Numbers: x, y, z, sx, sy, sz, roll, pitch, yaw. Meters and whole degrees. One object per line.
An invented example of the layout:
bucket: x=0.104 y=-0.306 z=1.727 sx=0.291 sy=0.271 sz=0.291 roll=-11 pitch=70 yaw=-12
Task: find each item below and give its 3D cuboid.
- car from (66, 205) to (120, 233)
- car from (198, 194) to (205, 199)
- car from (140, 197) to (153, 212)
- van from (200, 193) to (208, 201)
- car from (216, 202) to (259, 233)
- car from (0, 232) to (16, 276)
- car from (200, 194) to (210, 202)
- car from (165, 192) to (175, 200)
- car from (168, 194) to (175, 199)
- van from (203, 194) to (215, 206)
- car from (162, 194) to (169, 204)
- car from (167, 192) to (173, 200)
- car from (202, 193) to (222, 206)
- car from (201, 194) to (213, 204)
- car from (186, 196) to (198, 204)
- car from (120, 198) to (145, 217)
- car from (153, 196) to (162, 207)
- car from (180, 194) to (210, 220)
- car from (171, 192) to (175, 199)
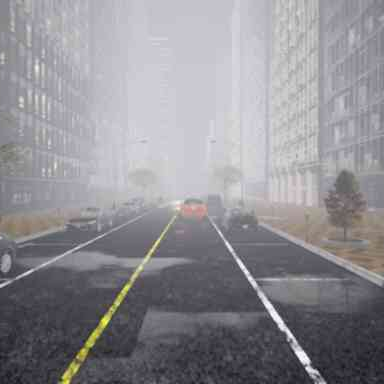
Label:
car: x=-5.705 y=1.489 z=18.874 sx=2.008 sy=1.369 sz=4.403 roll=-1 pitch=0 yaw=0
car: x=2.647 y=1.240 z=92.765 sx=2.008 sy=1.369 sz=4.403 roll=-1 pitch=0 yaw=0
car: x=-5.713 y=1.323 z=35.924 sx=1.967 sy=1.590 sz=4.097 roll=-1 pitch=0 yaw=0
van: x=2.651 y=1.090 z=75.713 sx=1.690 sy=1.788 sz=3.998 roll=-1 pitch=0 yaw=0
car: x=2.675 y=1.489 z=18.877 sx=2.008 sy=1.369 sz=4.403 roll=-1 pitch=0 yaw=0
car: x=-5.701 y=1.526 z=7.507 sx=2.008 sy=1.369 sz=4.403 roll=-1 pitch=0 yaw=0
car: x=2.654 y=1.208 z=70.030 sx=1.967 sy=1.590 sz=4.097 roll=-1 pitch=0 yaw=0
car: x=-5.734 y=1.024 z=87.077 sx=2.192 sy=1.841 sz=5.009 roll=-1 pitch=0 yaw=0
car: x=-5.734 y=1.271 z=92.761 sx=1.802 sy=1.307 sz=4.206 roll=-1 pitch=0 yaw=0
van: x=2.660 y=1.167 z=52.979 sx=1.690 sy=1.788 sz=3.998 roll=-1 pitch=0 yaw=0
car: x=-5.721 y=1.373 z=58.660 sx=1.947 sy=1.339 sz=4.313 roll=-1 pitch=0 yaw=0
car: x=-5.725 y=1.319 z=70.027 sx=2.008 sy=1.369 sz=4.403 roll=-1 pitch=0 yaw=0
car: x=2.664 y=1.179 z=41.611 sx=2.192 sy=1.841 sz=5.009 roll=-1 pitch=0 yaw=0
car: x=2.659 y=1.247 z=58.663 sx=1.967 sy=1.590 sz=4.097 roll=-1 pitch=0 yaw=0
car: x=0.077 y=1.375 z=57.315 sx=1.994 sy=1.385 sz=4.181 roll=0 pitch=0 yaw=0
car: x=-5.710 y=1.483 z=30.241 sx=1.802 sy=1.307 sz=4.206 roll=-1 pitch=0 yaw=0
car: x=-5.716 y=1.371 z=47.122 sx=1.752 sy=1.417 sz=4.829 roll=-1 pitch=0 yaw=0
car: x=0.092 y=1.263 z=27.224 sx=2.097 sy=1.767 sz=4.553 roll=0 pitch=0 yaw=0
car: x=-5.730 y=1.169 z=81.394 sx=1.967 sy=1.590 sz=4.097 roll=-1 pitch=0 yaw=0
